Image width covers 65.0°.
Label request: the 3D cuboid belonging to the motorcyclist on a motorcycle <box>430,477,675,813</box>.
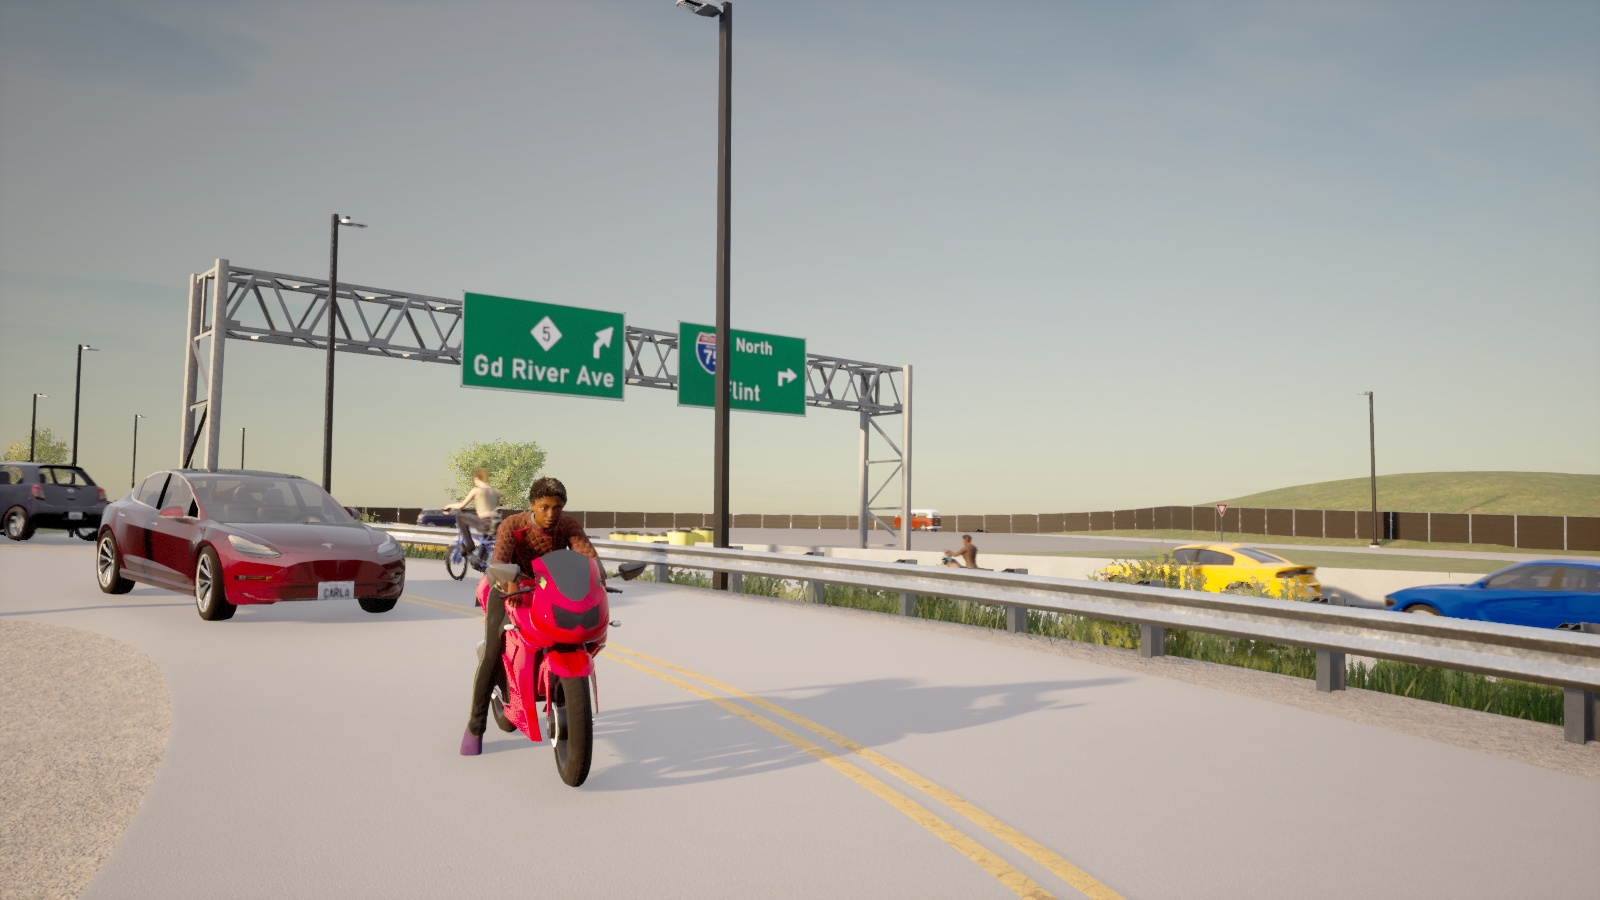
[{"bbox_3d":[-1.418,0.918,6.837,0.797,1.523,2.044,1,-1,-26],"label":"motorcyclist on a motorcycle"}]

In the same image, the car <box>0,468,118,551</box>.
[{"bbox_3d":[-15.504,1.140,24.613,3.633,1.501,1.845,0,-3,24],"label":"car"}]

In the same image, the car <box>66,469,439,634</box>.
[{"bbox_3d":[-6.269,1.006,14.076,4.792,1.488,2.163,0,-2,45],"label":"car"}]

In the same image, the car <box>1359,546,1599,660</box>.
[{"bbox_3d":[11.518,2.311,19.310,1.882,1.535,5.008,3,-4,-40],"label":"car"}]

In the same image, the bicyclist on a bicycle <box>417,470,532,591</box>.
[{"bbox_3d":[-4.588,1.099,17.657,1.509,1.612,0.866,-1,-2,45],"label":"bicyclist on a bicycle"}]

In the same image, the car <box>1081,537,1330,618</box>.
[{"bbox_3d":[8.871,2.741,27.880,1.882,1.535,5.008,3,-4,-40],"label":"car"}]

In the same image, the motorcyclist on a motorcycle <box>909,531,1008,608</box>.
[{"bbox_3d":[3.607,2.696,28.703,0.766,1.649,2.350,3,-4,-40],"label":"motorcyclist on a motorcycle"}]
